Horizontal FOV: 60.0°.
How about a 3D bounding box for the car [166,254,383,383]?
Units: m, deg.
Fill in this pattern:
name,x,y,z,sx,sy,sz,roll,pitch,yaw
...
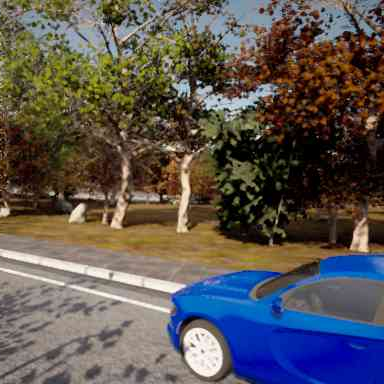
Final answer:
name,x,y,z,sx,sy,sz,roll,pitch,yaw
car,1.964,1.476,3.777,5.008,1.535,1.882,0,0,35
